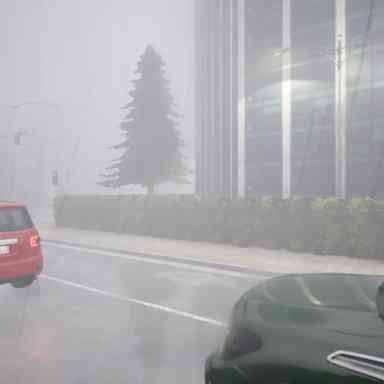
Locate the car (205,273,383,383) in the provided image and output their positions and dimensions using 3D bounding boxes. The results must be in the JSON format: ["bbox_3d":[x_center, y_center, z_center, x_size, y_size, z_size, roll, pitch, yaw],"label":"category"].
[{"bbox_3d":[2.768,1.222,2.016,5.566,2.045,2.150,0,0,36],"label":"car"}]

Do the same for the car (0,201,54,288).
[{"bbox_3d":[-5.812,1.221,8.081,5.566,2.045,2.150,0,0,38],"label":"car"}]

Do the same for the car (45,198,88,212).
[{"bbox_3d":[-15.038,1.526,40.045,1.812,1.442,4.674,0,0,36],"label":"car"}]
